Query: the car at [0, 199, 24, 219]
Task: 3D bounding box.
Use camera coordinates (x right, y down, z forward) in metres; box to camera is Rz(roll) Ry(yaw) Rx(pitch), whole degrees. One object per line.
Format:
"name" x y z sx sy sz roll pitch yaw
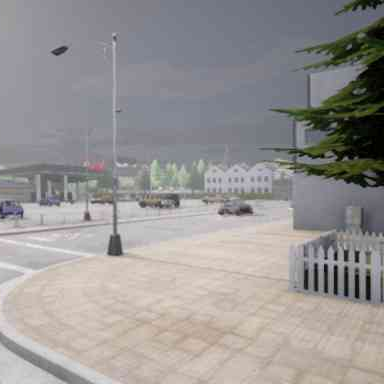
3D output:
"car" -15.804 1.467 27.964 3.633 1.501 1.845 0 0 36

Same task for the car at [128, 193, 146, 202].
"car" -12.502 1.252 75.902 3.866 1.878 1.905 0 0 36

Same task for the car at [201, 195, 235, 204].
"car" 4.139 1.247 55.852 5.027 1.636 2.152 0 0 36

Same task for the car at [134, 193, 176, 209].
"car" -4.762 1.190 42.913 4.605 1.855 1.932 0 0 36

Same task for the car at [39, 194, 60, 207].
"car" -21.887 1.472 50.904 3.633 1.501 1.845 0 0 36

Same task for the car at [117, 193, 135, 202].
"car" -14.951 1.538 73.572 3.806 1.475 1.970 0 0 36

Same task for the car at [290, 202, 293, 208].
"car" 15.620 1.579 47.552 1.812 1.442 4.674 0 0 36

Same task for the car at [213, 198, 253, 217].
"car" 4.225 1.597 32.053 1.994 1.385 4.181 0 0 36

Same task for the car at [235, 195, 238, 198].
"car" 7.653 1.327 61.232 3.806 1.475 1.970 0 0 36

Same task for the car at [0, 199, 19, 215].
"car" -20.052 1.502 34.739 3.806 1.475 1.970 0 0 36

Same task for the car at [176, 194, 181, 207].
"car" -3.387 1.171 45.505 3.866 1.878 1.905 0 0 36

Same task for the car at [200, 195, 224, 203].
"car" 4.107 1.415 68.340 4.514 1.523 2.007 0 0 36

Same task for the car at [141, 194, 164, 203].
"car" -8.073 1.247 68.616 4.605 1.855 1.932 0 0 36

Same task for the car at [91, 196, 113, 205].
"car" -15.975 1.450 58.960 4.514 1.523 2.007 0 0 36
